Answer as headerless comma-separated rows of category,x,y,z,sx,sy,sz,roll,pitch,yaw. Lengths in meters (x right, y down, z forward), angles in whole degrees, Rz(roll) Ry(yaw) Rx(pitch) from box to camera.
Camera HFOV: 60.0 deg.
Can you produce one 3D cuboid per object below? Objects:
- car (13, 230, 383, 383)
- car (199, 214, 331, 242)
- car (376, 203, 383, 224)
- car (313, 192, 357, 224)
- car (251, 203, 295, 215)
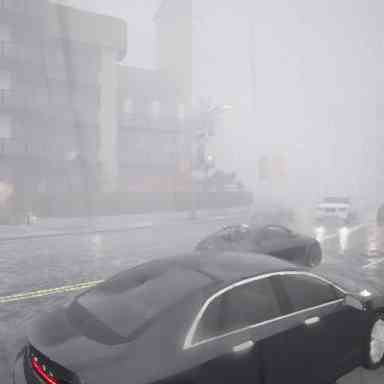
car,0.633,1.502,4.002,4.892,1.490,1.837,0,0,-38
car,1.992,1.558,9.634,4.181,1.385,1.994,0,0,-41
car,14.388,1.482,23.683,2.128,1.511,4.902,0,0,35
car,11.003,1.209,25.121,2.150,2.045,5.566,0,0,34
car,5.991,1.511,24.247,1.812,1.442,4.674,0,0,37
